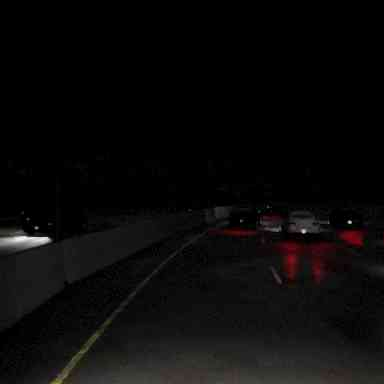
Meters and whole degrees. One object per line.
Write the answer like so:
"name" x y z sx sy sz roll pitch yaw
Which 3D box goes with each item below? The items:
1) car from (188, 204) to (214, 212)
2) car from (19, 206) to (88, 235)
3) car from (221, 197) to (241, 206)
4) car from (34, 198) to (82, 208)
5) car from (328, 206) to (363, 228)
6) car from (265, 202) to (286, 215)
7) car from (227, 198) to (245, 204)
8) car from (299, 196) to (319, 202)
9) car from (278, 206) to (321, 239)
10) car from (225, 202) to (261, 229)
"car" 1.246 2.065 38.091 1.895 1.301 4.718 0 -1 24
"car" -8.117 1.799 20.206 1.994 1.385 4.181 0 -1 12
"car" 7.643 2.016 62.690 2.150 2.045 5.566 -1 -1 37
"car" -10.504 1.525 25.510 2.150 2.045 5.566 0 -1 15
"car" 11.286 1.791 24.541 1.837 1.490 4.892 -1 -1 18
"car" 10.172 1.965 40.054 2.128 1.511 4.902 -1 -1 27
"car" 8.393 2.283 57.770 1.994 1.385 4.181 -1 -1 35
"car" 25.211 1.803 71.653 5.566 2.045 2.150 1 -1 -41
"car" 6.039 1.749 18.755 1.812 1.442 4.674 0 -1 12
"car" 3.930 1.766 24.352 1.882 1.535 5.008 0 -1 16
